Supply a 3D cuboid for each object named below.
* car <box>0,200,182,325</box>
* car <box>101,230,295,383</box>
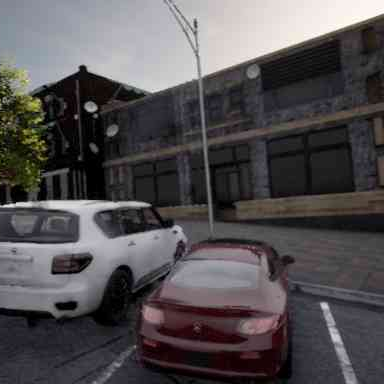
[{"bbox_3d":[-1.800,1.186,7.262,2.435,2.045,5.566,0,0,16],"label":"car"},{"bbox_3d":[0.658,1.487,5.486,2.002,1.452,4.674,0,0,16],"label":"car"}]
